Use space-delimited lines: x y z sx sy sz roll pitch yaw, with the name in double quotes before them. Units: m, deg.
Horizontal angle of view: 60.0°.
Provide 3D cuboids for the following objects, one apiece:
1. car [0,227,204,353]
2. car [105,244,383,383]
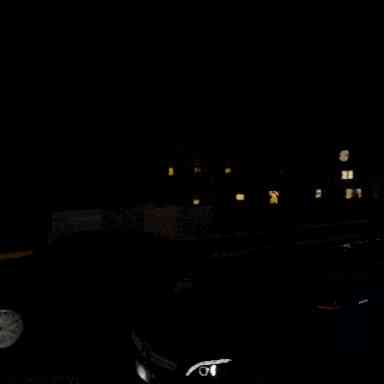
"car" -1.876 1.492 6.331 5.008 1.535 1.882 0 0 -35
"car" 1.403 1.534 4.676 4.674 1.442 1.812 0 0 -35
